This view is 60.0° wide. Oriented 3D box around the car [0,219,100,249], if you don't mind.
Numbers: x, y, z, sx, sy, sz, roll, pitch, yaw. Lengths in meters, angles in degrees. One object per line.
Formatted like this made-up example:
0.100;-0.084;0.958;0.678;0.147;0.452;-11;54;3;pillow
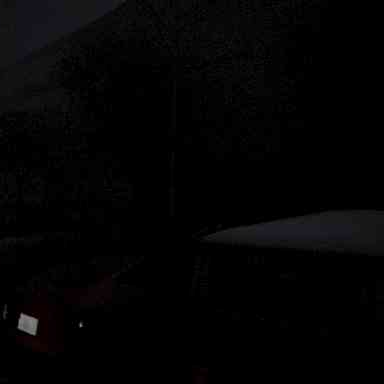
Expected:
-2.823;1.567;7.293;2.097;1.535;5.008;-2;-1;35;car

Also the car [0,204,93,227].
-5.070;1.383;8.862;2.435;2.045;5.566;-2;-1;35;car

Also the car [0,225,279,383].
-0.499;1.544;5.674;2.163;1.488;4.792;-1;-1;35;car
